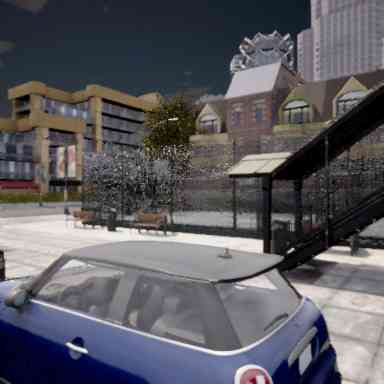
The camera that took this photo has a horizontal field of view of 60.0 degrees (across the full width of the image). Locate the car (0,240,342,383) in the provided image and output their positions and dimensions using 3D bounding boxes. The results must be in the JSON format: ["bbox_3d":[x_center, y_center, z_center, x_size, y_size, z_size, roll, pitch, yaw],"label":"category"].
[{"bbox_3d":[-0.832,1.364,3.892,4.553,1.767,2.185,0,0,35],"label":"car"}]
